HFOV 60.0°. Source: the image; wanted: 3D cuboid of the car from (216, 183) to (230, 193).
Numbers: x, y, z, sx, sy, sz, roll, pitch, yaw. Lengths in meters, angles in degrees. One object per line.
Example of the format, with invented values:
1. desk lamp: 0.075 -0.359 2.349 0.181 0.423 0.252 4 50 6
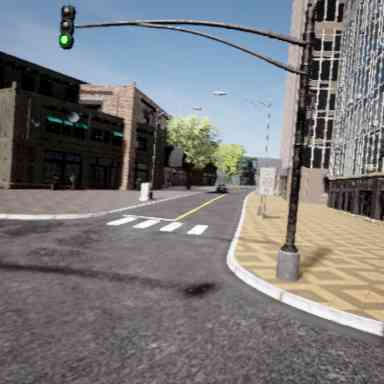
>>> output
1. car: 5.303 -0.676 56.598 1.837 1.490 4.892 5 3 12
